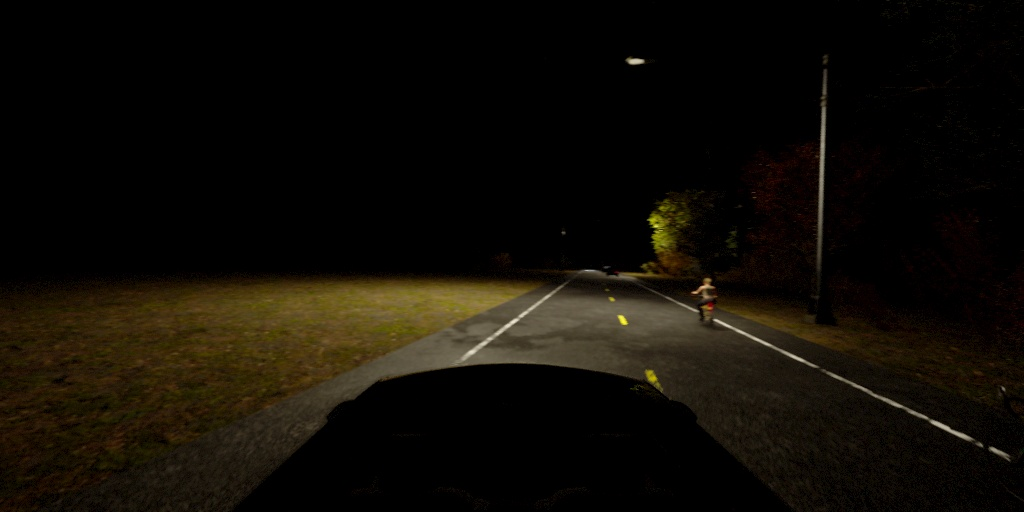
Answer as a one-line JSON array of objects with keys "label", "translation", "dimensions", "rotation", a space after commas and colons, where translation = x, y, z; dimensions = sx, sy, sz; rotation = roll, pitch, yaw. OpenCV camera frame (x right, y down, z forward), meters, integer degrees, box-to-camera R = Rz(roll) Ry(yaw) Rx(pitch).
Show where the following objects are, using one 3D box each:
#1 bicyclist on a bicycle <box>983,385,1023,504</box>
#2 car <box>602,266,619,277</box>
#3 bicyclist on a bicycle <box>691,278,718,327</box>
[{"label": "bicyclist on a bicycle", "translation": [4.456, 1.392, 2.720], "dimensions": [0.582, 1.620, 1.656], "rotation": [2, -1, 13]}, {"label": "car", "translation": [15.485, 2.476, 55.465], "dimensions": [2.033, 1.411, 5.357], "rotation": [2, -1, 13]}, {"label": "bicyclist on a bicycle", "translation": [6.667, 1.564, 12.344], "dimensions": [0.866, 1.612, 1.509], "rotation": [2, -1, 12]}]
